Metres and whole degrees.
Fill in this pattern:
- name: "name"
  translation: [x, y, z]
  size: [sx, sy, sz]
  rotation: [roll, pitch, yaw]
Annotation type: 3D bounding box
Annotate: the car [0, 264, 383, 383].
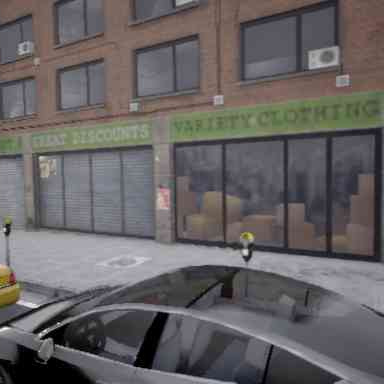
- name: "car"
  translation: [-0.150, 1.406, 3.032]
  size: [4.313, 1.339, 1.947]
  rotation: [0, 4, 30]
